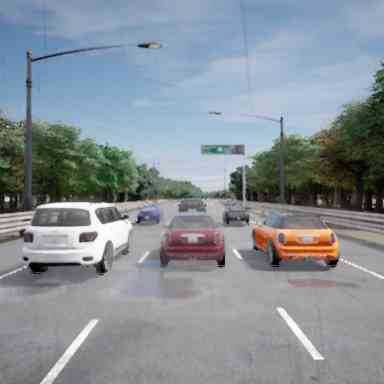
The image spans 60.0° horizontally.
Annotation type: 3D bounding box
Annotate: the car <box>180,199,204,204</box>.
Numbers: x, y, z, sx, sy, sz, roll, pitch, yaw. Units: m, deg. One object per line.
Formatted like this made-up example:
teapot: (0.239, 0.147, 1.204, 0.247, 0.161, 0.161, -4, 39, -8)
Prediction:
car: (0.028, 1.532, 26.222, 2.150, 2.045, 5.566, 0, 0, 1)

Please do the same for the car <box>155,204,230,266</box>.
car: (0.043, 1.493, 12.243, 2.097, 1.767, 4.553, 0, -1, 1)

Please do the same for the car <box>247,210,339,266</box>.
car: (3.544, 1.493, 12.245, 2.097, 1.767, 4.553, 0, -1, 1)

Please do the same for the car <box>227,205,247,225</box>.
car: (3.541, 1.815, 27.310, 2.128, 1.511, 4.902, 0, -1, 1)

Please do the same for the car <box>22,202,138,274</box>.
car: (-3.470, 1.352, 11.169, 2.150, 2.045, 5.566, 0, 0, 1)

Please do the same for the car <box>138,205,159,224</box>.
car: (-3.451, 1.857, 28.060, 1.812, 1.442, 4.674, 0, 0, 1)
